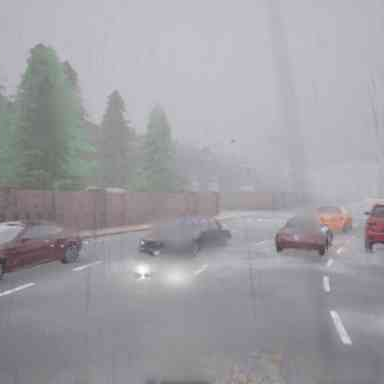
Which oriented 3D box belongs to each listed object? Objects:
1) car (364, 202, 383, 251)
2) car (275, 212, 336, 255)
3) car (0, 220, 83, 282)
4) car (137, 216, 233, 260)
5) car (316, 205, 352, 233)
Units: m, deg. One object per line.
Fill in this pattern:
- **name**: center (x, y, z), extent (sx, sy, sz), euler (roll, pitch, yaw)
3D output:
- **car**: center (9.070, 1.478, 14.993), extent (2.150, 2.045, 5.566), euler (0, -1, 30)
- **car**: center (4.999, 1.775, 14.648), extent (1.994, 1.385, 4.181), euler (0, -1, 27)
- **car**: center (-5.117, 1.582, 9.738), extent (1.812, 1.442, 4.674), euler (0, -1, 18)
- **car**: center (0.021, 1.696, 13.496), extent (2.033, 1.411, 5.357), euler (0, -1, 26)
- **car**: center (9.621, 1.698, 22.716), extent (2.097, 1.767, 4.553), euler (0, -1, 31)
